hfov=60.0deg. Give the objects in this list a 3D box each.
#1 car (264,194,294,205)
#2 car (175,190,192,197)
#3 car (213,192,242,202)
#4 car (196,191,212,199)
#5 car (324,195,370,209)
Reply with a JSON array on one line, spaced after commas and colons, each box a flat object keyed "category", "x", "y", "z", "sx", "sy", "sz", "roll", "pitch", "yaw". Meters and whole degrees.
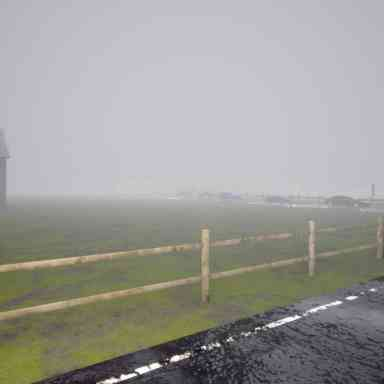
[{"category": "car", "x": 11.996, "y": 1.020, "z": 46.127, "sx": 1.994, "sy": 1.385, "sz": 4.181, "roll": 0, "pitch": 1, "yaw": -34}, {"category": "car", "x": -1.916, "y": 0.362, "z": 71.761, "sx": 1.837, "sy": 1.490, "sz": 4.892, "roll": 0, "pitch": 1, "yaw": -36}, {"category": "car", "x": 6.097, "y": 0.751, "z": 54.376, "sx": 1.882, "sy": 1.535, "sz": 5.008, "roll": 0, "pitch": 1, "yaw": -35}, {"category": "car", "x": 2.653, "y": 0.597, "z": 65.423, "sx": 1.837, "sy": 1.490, "sz": 4.892, "roll": 0, "pitch": 1, "yaw": -35}, {"category": "car", "x": 17.717, "y": 1.112, "z": 38.098, "sx": 1.882, "sy": 1.535, "sz": 5.008, "roll": 0, "pitch": 1, "yaw": -36}]
